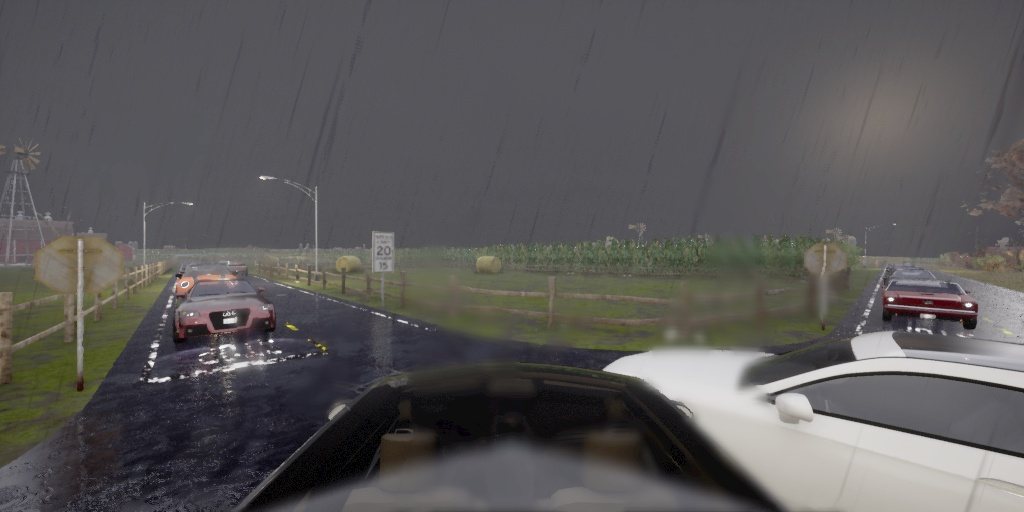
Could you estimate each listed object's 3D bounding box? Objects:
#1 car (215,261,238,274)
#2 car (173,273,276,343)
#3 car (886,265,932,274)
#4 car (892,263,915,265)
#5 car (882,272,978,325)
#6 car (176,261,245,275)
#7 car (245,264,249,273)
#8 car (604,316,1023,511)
[{"bbox_3d":[-34.172,1.331,42.867,1.837,1.490,4.892,0,0,-42],"label":"car"},{"bbox_3d":[-8.047,1.360,9.981,1.994,1.385,4.181,0,0,-43],"label":"car"},{"bbox_3d":[20.399,1.365,18.333,5.357,1.411,2.033,0,1,-43],"label":"car"},{"bbox_3d":[27.084,1.405,24.662,4.181,1.385,1.994,0,1,-43],"label":"car"},{"bbox_3d":[13.394,1.399,11.692,4.718,1.301,1.895,0,1,-44],"label":"car"},{"bbox_3d":[-13.894,1.150,16.401,2.097,1.767,4.553,0,0,-42],"label":"car"},{"bbox_3d":[-27.369,1.305,35.483,2.128,1.511,4.902,0,0,-42],"label":"car"},{"bbox_3d":[2.815,1.293,2.513,1.812,1.442,4.674,0,1,-45],"label":"car"}]
